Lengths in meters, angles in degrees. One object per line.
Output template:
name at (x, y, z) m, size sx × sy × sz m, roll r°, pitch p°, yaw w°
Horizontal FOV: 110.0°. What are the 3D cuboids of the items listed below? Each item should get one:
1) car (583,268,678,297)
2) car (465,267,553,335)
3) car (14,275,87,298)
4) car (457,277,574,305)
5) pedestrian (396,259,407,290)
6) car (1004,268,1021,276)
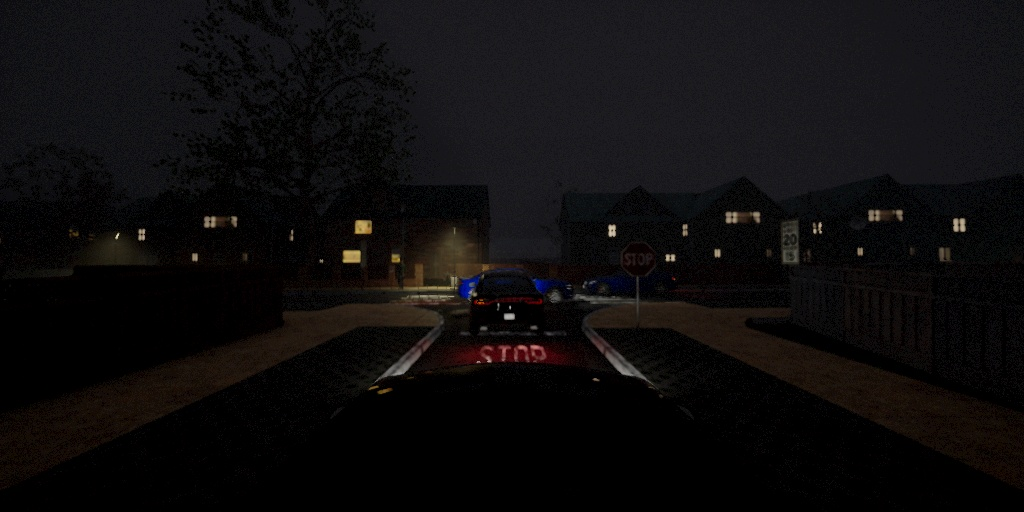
car at (6.014, 1.286, 18.404) m, size 4.674 × 1.442 × 1.812 m, roll 0°, pitch -1°, yaw 1°
car at (-0.242, 1.216, 10.615) m, size 1.882 × 1.535 × 5.008 m, roll 0°, pitch 0°, yaw -4°
car at (-22.742, 1.652, 18.836) m, size 4.718 × 1.301 × 1.895 m, roll -1°, pitch -1°, yaw 1°
car at (0.154, 1.244, 15.535) m, size 5.008 × 1.535 × 1.882 m, roll 0°, pitch -1°, yaw 1°
pedestrian at (-6.671, 1.091, 21.514) m, size 0.375 × 1.860 × 0.375 m, roll 0°, pitch -1°, yaw 1°
car at (24.904, 1.026, 15.170) m, size 4.902 × 1.511 × 2.128 m, roll 0°, pitch -1°, yaw 1°
